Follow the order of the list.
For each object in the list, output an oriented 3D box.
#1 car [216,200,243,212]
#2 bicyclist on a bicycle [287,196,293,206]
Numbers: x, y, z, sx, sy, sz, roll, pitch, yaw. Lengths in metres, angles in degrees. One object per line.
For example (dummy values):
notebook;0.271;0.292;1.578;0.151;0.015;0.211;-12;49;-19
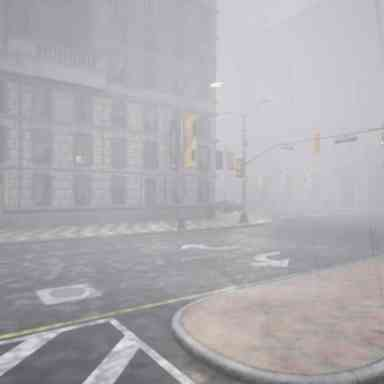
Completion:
car;4.622;1.736;42.625;1.994;1.385;4.181;0;0;-35
bicyclist on a bicycle;16.702;1.585;56.679;1.656;1.620;0.582;0;0;-35
